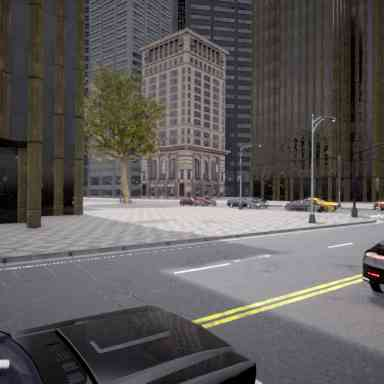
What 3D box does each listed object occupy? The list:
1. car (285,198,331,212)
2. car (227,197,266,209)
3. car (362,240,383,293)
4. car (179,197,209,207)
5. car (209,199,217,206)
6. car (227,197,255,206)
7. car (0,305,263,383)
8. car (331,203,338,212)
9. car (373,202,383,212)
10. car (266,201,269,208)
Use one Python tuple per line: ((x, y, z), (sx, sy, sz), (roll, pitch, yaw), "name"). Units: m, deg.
((12.245, 1.516, 36.038), (1.994, 1.385, 4.181), (1, 0, -39), "car")
((6.655, 1.444, 42.985), (2.128, 1.511, 4.902), (1, 0, -40), "car")
((5.816, 1.492, 7.584), (4.902, 1.511, 2.128), (0, 0, -35), "car")
((-0.027, 1.475, 50.839), (1.812, 1.442, 4.674), (1, 0, -41), "car")
((1.914, 1.507, 53.541), (1.812, 1.442, 4.674), (1, 0, -41), "car")
((8.271, 1.574, 56.464), (1.812, 1.442, 4.674), (1, 0, -41), "car")
((-1.706, 1.601, 2.224), (4.718, 1.301, 1.895), (0, 0, -36), "car")
((14.395, 1.462, 38.573), (1.882, 1.535, 5.008), (1, 0, -38), "car")
((23.282, 1.404, 38.046), (2.097, 1.767, 4.553), (1, 0, -37), "car")
((8.414, 1.476, 45.945), (2.128, 1.511, 4.902), (1, 0, -40), "car")
